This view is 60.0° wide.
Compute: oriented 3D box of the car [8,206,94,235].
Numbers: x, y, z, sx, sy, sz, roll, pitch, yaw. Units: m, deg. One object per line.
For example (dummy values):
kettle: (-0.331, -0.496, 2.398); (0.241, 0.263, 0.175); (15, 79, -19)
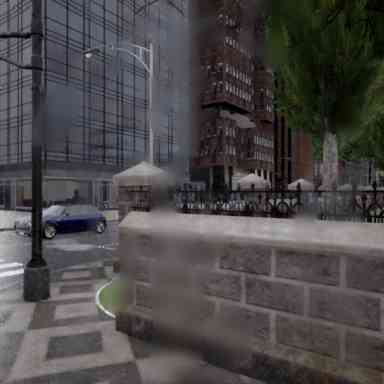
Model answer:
car: (-8.445, 1.631, 20.222); (2.008, 1.369, 4.403); (0, -1, 36)

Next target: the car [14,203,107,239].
car: (-6.877, 1.426, 17.834); (2.097, 1.767, 4.553); (0, 0, 36)
